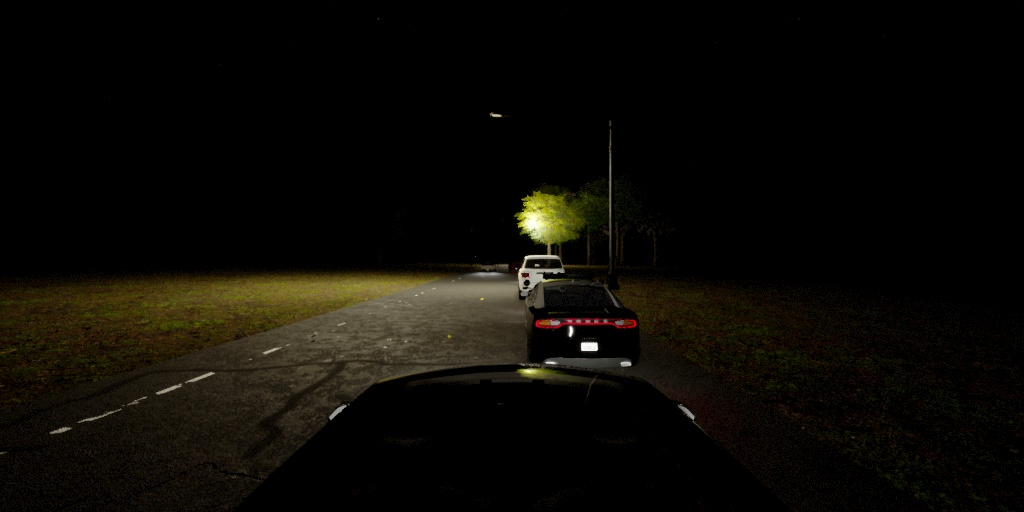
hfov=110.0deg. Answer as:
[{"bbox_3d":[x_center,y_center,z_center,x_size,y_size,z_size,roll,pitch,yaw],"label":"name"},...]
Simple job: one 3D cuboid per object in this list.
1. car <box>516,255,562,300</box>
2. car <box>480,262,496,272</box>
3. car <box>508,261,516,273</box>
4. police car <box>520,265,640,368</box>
[{"bbox_3d":[1.409,0.988,17.960,2.150,2.045,5.566,0,0,1],"label":"car"},{"bbox_3d":[-3.027,1.420,46.315,1.895,1.301,4.718,0,0,0],"label":"car"},{"bbox_3d":[0.532,1.342,45.784,1.812,1.442,4.674,0,0,0],"label":"car"},{"bbox_3d":[1.228,1.175,8.015,1.930,1.638,5.238,0,0,1],"label":"police car"}]
